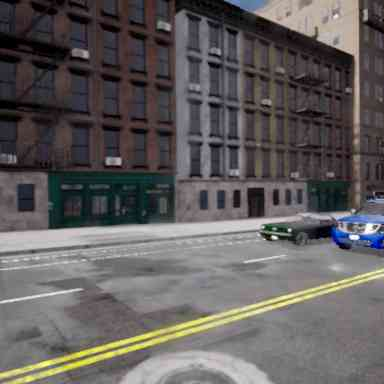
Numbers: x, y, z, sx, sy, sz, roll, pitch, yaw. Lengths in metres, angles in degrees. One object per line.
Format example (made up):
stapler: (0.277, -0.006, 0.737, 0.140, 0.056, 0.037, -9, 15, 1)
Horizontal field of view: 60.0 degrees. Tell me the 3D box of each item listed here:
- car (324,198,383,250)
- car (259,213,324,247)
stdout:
car: (8.001, 1.273, 13.392, 5.566, 2.045, 2.150, 0, 0, -36)
car: (5.324, 1.648, 15.473, 4.718, 1.301, 1.895, 0, 0, -36)
